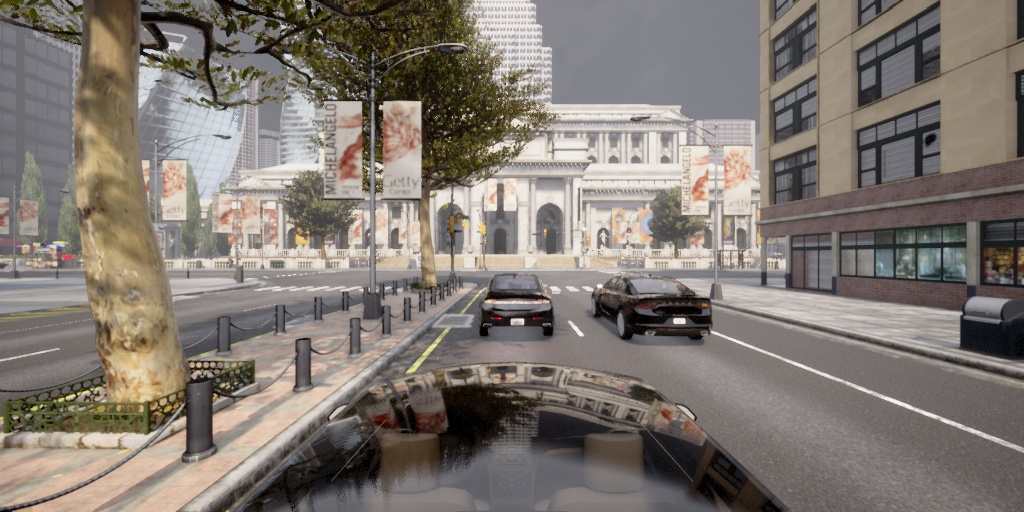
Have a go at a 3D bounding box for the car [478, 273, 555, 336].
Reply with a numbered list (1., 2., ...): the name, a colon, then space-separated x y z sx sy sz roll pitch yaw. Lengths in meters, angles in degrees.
1. car: 0.080 1.240 10.332 2.128 1.511 4.902 0 0 -1

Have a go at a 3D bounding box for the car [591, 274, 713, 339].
1. car: 3.565 1.226 10.065 1.882 1.535 5.008 0 0 0
